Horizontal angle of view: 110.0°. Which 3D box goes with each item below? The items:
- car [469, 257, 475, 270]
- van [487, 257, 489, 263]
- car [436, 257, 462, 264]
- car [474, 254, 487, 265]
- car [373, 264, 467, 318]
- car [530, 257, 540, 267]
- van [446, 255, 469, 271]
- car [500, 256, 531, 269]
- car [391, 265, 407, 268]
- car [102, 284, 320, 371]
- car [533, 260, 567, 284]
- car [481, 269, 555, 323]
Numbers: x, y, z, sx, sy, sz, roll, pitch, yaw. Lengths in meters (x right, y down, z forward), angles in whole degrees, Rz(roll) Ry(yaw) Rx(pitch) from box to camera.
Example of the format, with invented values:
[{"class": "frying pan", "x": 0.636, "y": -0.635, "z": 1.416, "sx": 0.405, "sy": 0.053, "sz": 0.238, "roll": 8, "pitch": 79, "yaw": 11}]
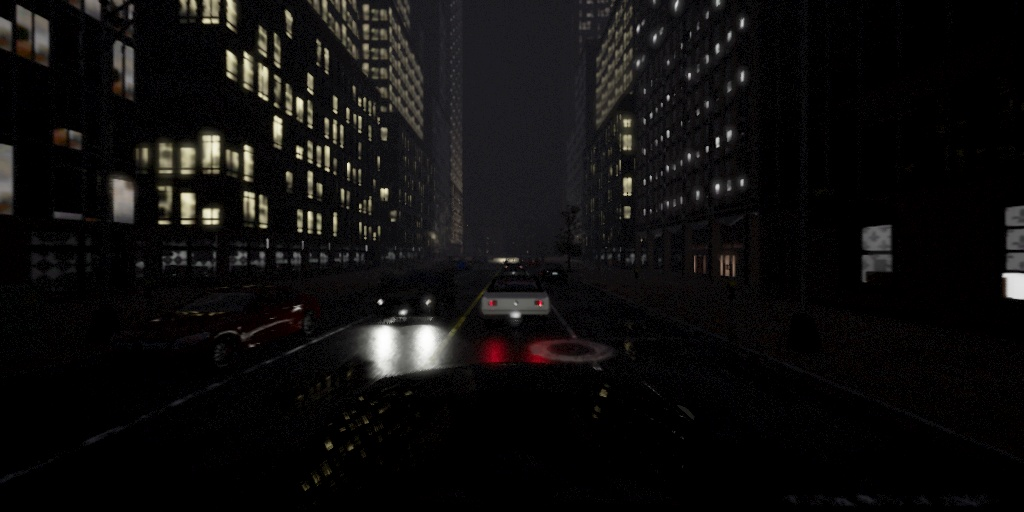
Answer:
[{"class": "car", "x": -5.670, "y": 0.977, "z": 41.666, "sx": 1.802, "sy": 1.307, "sz": 4.207, "roll": 0, "pitch": 0, "yaw": 0}, {"class": "van", "x": -5.658, "y": 0.526, "z": 64.434, "sx": 1.690, "sy": 1.789, "sz": 3.998, "roll": 0, "pitch": 0, "yaw": 0}, {"class": "car", "x": -5.677, "y": 1.042, "z": 30.281, "sx": 1.888, "sy": 1.381, "sz": 4.507, "roll": 0, "pitch": 0, "yaw": 0}, {"class": "car", "x": -5.662, "y": 0.678, "z": 58.741, "sx": 1.967, "sy": 1.591, "sz": 4.097, "roll": 0, "pitch": 0, "yaw": 0}, {"class": "car", "x": -3.092, "y": 1.199, "z": 12.835, "sx": 2.033, "sy": 1.411, "sz": 5.357, "roll": 0, "pitch": 1, "yaw": 0}, {"class": "car", "x": 2.713, "y": 0.786, "z": 47.338, "sx": 1.967, "sy": 1.591, "sz": 4.097, "roll": 0, "pitch": 0, "yaw": 0}, {"class": "van", "x": -5.674, "y": 0.787, "z": 35.974, "sx": 1.690, "sy": 1.789, "sz": 3.998, "roll": 0, "pitch": 0, "yaw": 0}, {"class": "car", "x": 0.113, "y": 1.004, "z": 28.801, "sx": 2.128, "sy": 1.511, "sz": 4.902, "roll": 0, "pitch": 1, "yaw": 0}, {"class": "car", "x": -5.683, "y": 1.148, "z": 18.897, "sx": 2.007, "sy": 1.370, "sz": 4.403, "roll": 0, "pitch": 0, "yaw": 0}, {"class": "car", "x": -5.689, "y": 1.279, "z": 7.512, "sx": 1.802, "sy": 1.307, "sz": 4.207, "roll": 0, "pitch": 0, "yaw": 0}, {"class": "car", "x": 2.701, "y": 1.117, "z": 24.572, "sx": 1.948, "sy": 1.339, "sz": 4.313, "roll": 0, "pitch": 0, "yaw": 0}, {"class": "car", "x": 0.105, "y": 1.264, "z": 11.748, "sx": 1.895, "sy": 1.301, "sz": 4.718, "roll": 0, "pitch": 1, "yaw": 0}]
